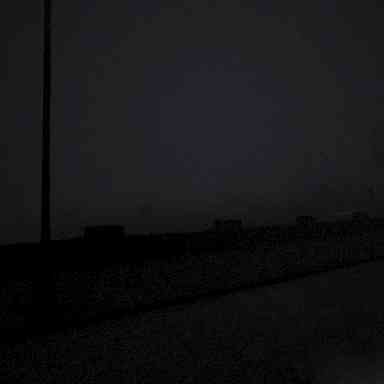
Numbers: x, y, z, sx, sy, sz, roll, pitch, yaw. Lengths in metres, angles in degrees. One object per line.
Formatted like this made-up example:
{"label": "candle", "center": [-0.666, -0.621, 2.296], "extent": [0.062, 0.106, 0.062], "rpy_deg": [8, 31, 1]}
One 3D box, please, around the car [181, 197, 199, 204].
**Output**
{"label": "car", "center": [-0.422, 1.812, 70.994], "extent": [1.882, 1.535, 5.008], "rpy_deg": [1, 0, -36]}

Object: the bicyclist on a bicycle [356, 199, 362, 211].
{"label": "bicyclist on a bicycle", "center": [22.948, 1.825, 45.647], "extent": [1.656, 1.620, 0.582], "rpy_deg": [0, 0, -36]}

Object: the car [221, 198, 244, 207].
{"label": "car", "center": [7.209, 1.783, 60.333], "extent": [2.097, 1.767, 4.553], "rpy_deg": [1, -1, -35]}
